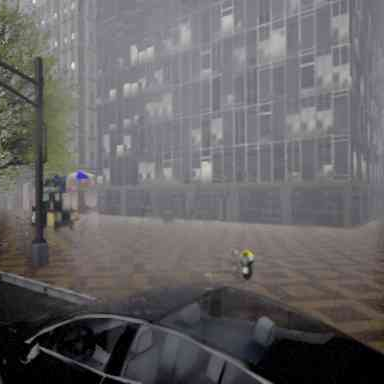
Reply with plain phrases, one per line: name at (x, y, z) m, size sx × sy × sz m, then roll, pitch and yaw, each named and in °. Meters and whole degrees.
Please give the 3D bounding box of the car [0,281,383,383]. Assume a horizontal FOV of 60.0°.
car at (-0.325, 1.570, 3.111) m, size 4.313 × 1.339 × 1.947 m, roll 0°, pitch 0°, yaw 36°
